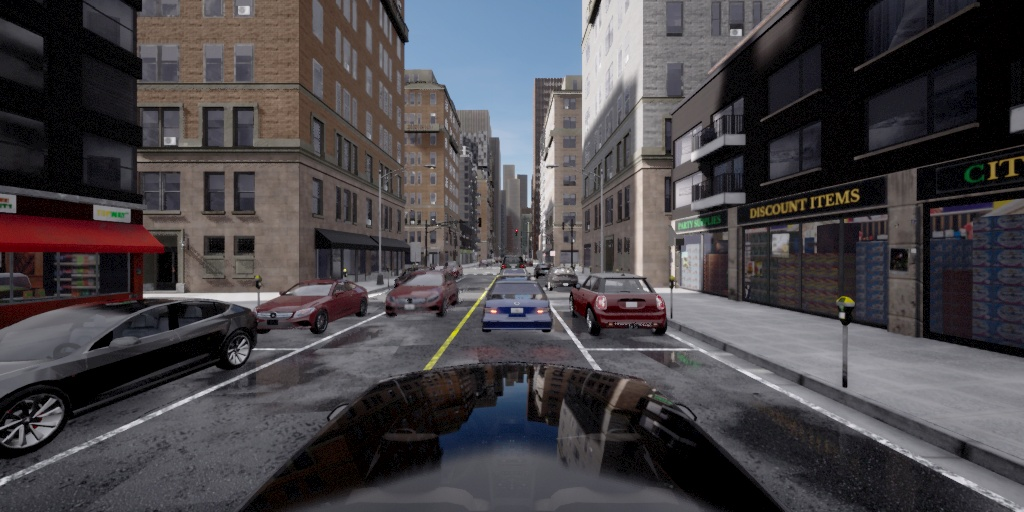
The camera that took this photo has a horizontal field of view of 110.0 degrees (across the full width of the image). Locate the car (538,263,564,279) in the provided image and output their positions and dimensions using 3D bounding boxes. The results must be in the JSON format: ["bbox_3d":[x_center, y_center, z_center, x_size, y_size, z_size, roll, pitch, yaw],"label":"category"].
[{"bbox_3d":[2.902,1.301,21.542,2.007,1.370,4.403,0,0,0],"label":"car"}]

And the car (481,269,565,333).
[{"bbox_3d":[0.122,1.297,10.755,2.033,1.411,5.357,0,0,0],"label":"car"}]

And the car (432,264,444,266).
[{"bbox_3d":[-5.623,1.316,21.563,1.948,1.339,4.313,0,0,0],"label":"car"}]

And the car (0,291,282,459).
[{"bbox_3d":[-5.664,1.315,5.060,1.948,1.339,4.313,0,0,0],"label":"car"}]

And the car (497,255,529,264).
[{"bbox_3d":[0.079,0.974,31.293,2.150,2.045,5.566,0,0,-1],"label":"car"}]

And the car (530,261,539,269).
[{"bbox_3d":[2.930,1.319,32.545,1.948,1.339,4.313,0,0,0],"label":"car"}]

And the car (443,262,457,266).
[{"bbox_3d":[-5.610,1.334,27.065,1.802,1.307,4.207,0,0,0],"label":"car"}]

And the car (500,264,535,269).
[{"bbox_3d":[0.145,1.352,21.261,1.895,1.301,4.718,0,0,0],"label":"car"}]

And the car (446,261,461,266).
[{"bbox_3d":[-5.596,1.193,32.566,1.967,1.591,4.097,0,0,0],"label":"car"}]

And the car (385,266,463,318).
[{"bbox_3d":[-3.073,1.275,13.120,1.812,1.442,4.674,0,0,0],"label":"car"}]

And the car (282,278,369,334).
[{"bbox_3d":[-5.650,1.332,10.561,1.802,1.307,4.207,0,0,0],"label":"car"}]

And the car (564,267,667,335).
[{"bbox_3d":[2.875,1.190,10.540,1.967,1.591,4.097,0,0,0],"label":"car"}]
